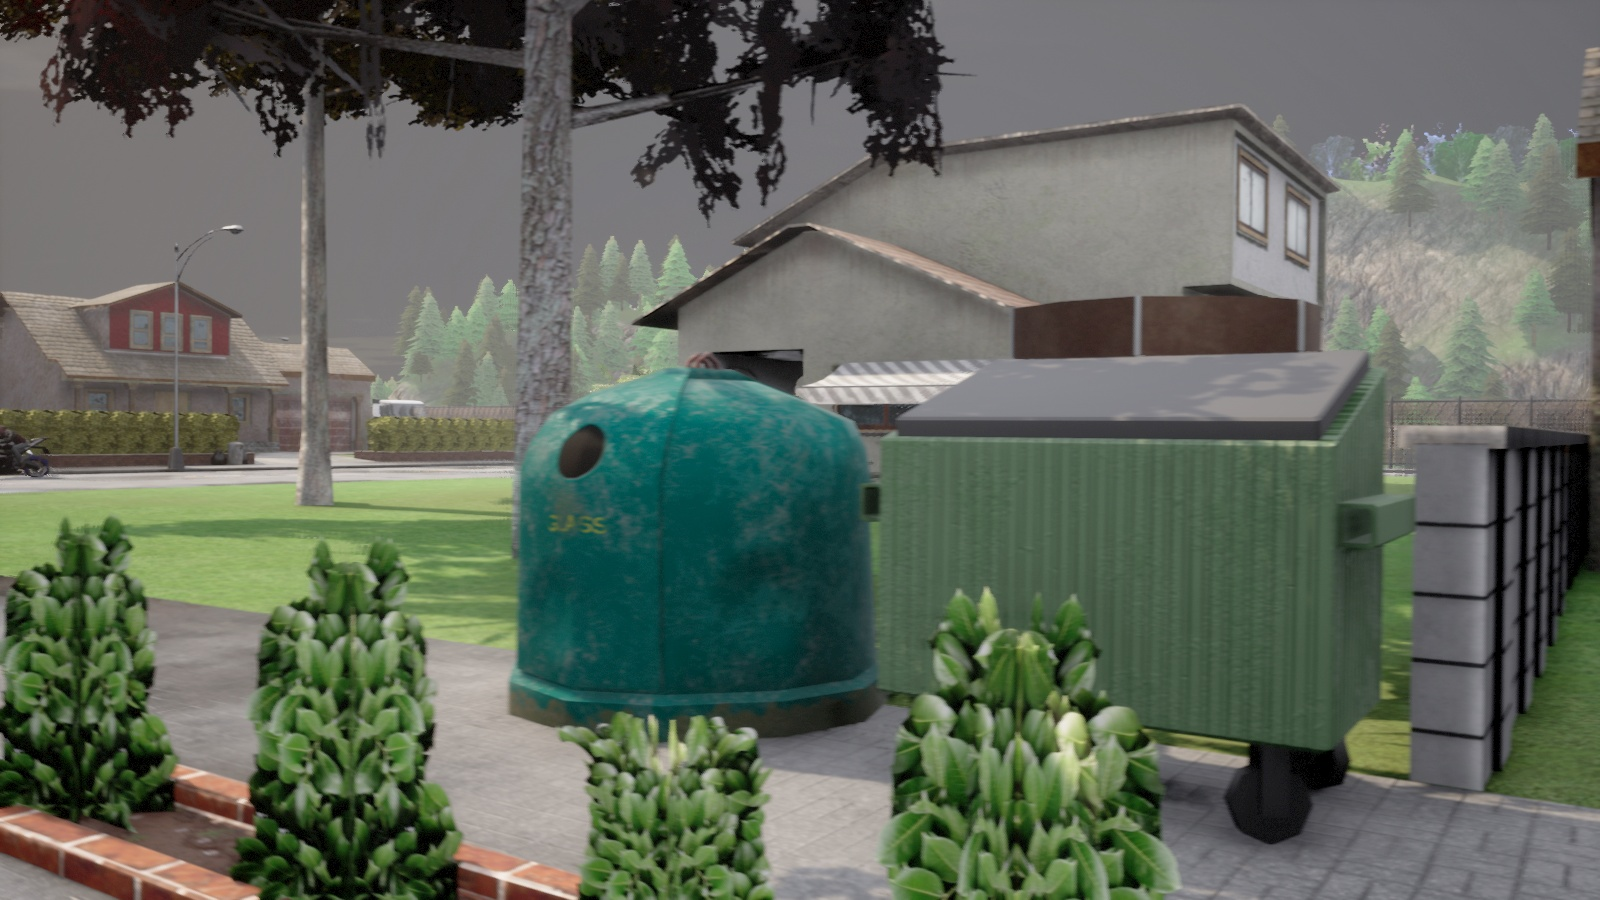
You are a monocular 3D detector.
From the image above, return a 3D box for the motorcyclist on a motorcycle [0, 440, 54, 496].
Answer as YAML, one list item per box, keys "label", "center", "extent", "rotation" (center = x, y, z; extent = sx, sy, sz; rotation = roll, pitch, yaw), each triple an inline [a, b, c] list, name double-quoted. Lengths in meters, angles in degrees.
- label: "motorcyclist on a motorcycle"
  center: [-22.078, 0.491, 34.837]
  extent: [0.866, 1.530, 2.191]
  rotation: [0, 1, 33]

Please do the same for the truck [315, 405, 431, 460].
- label: "truck"
  center: [-28.010, -1.120, 82.277]
  extent: [7.936, 3.462, 2.891]
  rotation: [0, 1, 33]
